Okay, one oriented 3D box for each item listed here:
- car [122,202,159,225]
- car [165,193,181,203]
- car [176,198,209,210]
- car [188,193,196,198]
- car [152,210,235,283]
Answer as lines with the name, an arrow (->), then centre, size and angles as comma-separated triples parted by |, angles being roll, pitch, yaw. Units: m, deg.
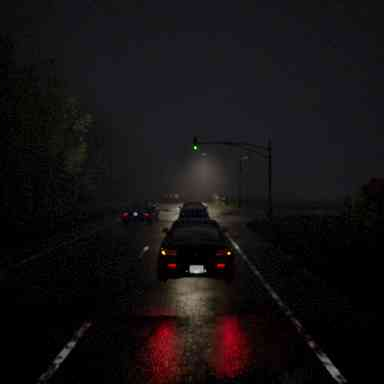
car -> -3.395, 1.373, 22.512 | 2.033, 1.411, 5.357 | 0, 0, 0
car -> -3.391, 0.904, 57.089 | 2.097, 1.767, 4.553 | 0, 0, 0
car -> 0.102, 1.359, 21.491 | 1.812, 1.442, 4.674 | 0, 1, 0
car -> 0.012, 0.935, 76.505 | 2.033, 1.411, 5.357 | 0, 0, 0
car -> 0.100, 1.454, 9.303 | 1.812, 1.442, 4.674 | 0, 0, 0
